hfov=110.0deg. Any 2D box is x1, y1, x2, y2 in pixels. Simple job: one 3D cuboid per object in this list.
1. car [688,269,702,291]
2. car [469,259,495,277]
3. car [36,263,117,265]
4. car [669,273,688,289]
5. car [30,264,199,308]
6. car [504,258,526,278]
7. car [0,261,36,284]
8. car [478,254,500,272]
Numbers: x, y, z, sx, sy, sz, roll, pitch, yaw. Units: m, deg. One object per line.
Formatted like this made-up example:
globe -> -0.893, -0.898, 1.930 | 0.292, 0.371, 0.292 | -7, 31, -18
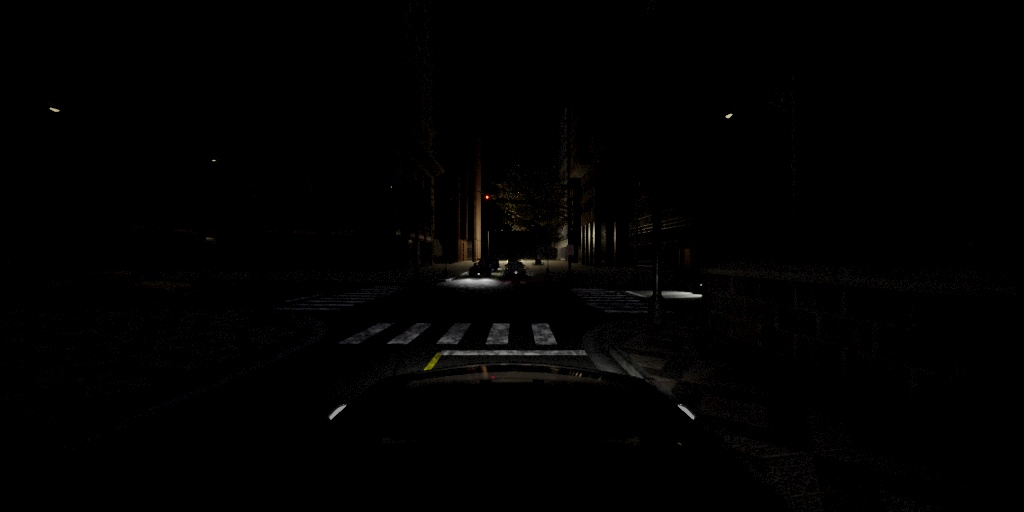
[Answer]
car -> 12.233, 1.396, 19.397 | 4.181, 1.385, 1.994 | 0, 0, 1
car -> -2.968, 1.274, 34.364 | 1.895, 1.301, 4.718 | 0, 0, 0
car -> -26.227, 1.064, 22.443 | 4.313, 1.339, 1.948 | 0, 0, 1
car -> 12.006, 1.381, 22.062 | 4.403, 1.370, 2.007 | 0, 0, 1
car -> -14.892, 1.146, 13.804 | 4.829, 1.417, 1.751 | 0, 0, 1
car -> 0.305, 1.204, 33.516 | 1.812, 1.442, 4.674 | 0, 0, -1
car -> -31.844, 0.973, 22.498 | 4.507, 1.381, 1.888 | 0, 0, 1
car -> -2.930, 0.830, 44.177 | 2.150, 2.045, 5.566 | 0, 0, -1
